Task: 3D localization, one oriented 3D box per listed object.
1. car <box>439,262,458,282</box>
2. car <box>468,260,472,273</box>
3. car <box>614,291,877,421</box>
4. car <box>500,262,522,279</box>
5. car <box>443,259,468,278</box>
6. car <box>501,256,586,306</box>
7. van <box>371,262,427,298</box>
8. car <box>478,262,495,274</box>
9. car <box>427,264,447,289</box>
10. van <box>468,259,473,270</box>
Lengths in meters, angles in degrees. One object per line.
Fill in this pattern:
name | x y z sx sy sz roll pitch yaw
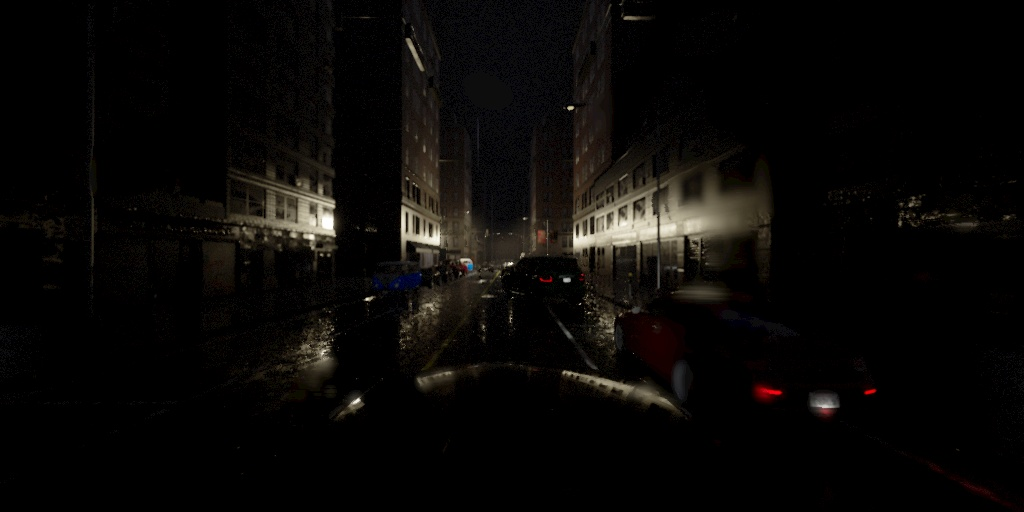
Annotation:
car | -6.019 1.454 30.039 1.948 1.339 4.313 0 0 0
car | -6.084 1.486 41.211 1.888 1.381 4.507 0 0 0
car | 3.127 1.296 5.903 1.812 1.442 4.674 0 0 0
car | -0.114 1.411 36.489 2.128 1.511 4.902 0 0 0
car | -6.051 1.229 35.624 2.192 1.841 5.009 0 0 0
car | 1.277 1.046 16.590 2.150 2.045 5.566 -1 0 -19
van | -5.955 1.176 18.867 1.690 1.789 3.998 0 0 0
car | -3.304 1.472 46.679 1.837 1.490 4.892 0 -1 0
car | -5.987 1.428 24.453 1.948 1.339 4.313 0 0 0
van | -6.116 1.307 46.796 1.690 1.789 3.998 0 0 0
